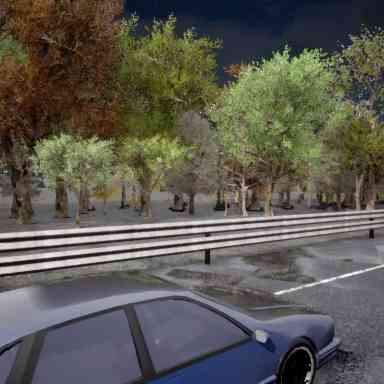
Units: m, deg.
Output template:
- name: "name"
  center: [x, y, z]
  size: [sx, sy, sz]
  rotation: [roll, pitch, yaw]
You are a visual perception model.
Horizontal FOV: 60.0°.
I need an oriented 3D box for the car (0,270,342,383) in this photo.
- name: "car"
  center: [-0.731, 1.547, 3.201]
  size: [5.357, 1.411, 2.033]
  rotation: [0, 0, -38]
